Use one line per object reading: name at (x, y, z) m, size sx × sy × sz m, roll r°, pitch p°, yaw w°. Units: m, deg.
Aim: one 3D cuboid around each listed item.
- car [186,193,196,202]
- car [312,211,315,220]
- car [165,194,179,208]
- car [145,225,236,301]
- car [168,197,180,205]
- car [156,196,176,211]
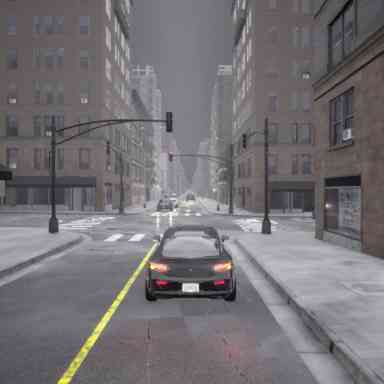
car at (-0.306, 1.360, 81.732) m, size 2.150 × 2.045 × 5.566 m, roll 0°, pitch 0°, yaw 0°
car at (12.257, 1.722, 26.824) m, size 5.008 × 1.535 × 1.882 m, roll 1°, pitch 0°, yaw -1°
car at (-3.285, 1.294, 50.854) m, size 2.150 × 2.045 × 5.566 m, roll 0°, pitch 0°, yaw 0°
car at (-0.024, 1.527, 8.196) m, size 1.812 × 1.442 × 4.674 m, roll 0°, pitch 0°, yaw 0°
car at (-3.293, 1.641, 61.433) m, size 2.033 × 1.411 × 5.357 m, roll 0°, pitch 0°, yaw 0°
car at (-3.264, 1.557, 40.800) m, size 1.837 × 1.490 × 4.892 m, roll 0°, pitch 0°, yaw -2°
